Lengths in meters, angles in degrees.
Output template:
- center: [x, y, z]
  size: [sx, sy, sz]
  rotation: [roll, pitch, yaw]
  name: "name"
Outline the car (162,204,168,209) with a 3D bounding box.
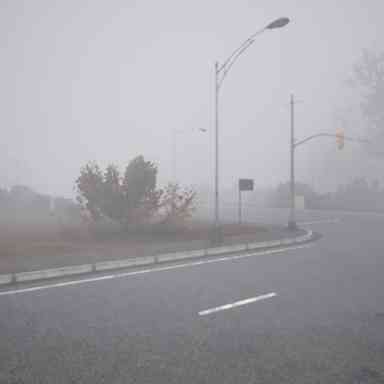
- center: [-4.747, 1.518, 43.702]
  size: [1.994, 1.385, 4.181]
  rotation: [0, 0, -38]
  name: "car"
